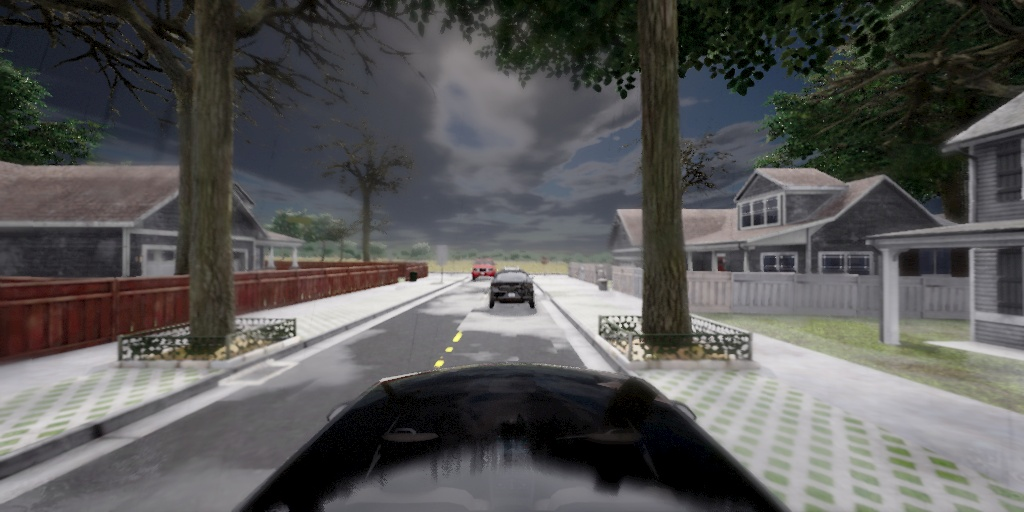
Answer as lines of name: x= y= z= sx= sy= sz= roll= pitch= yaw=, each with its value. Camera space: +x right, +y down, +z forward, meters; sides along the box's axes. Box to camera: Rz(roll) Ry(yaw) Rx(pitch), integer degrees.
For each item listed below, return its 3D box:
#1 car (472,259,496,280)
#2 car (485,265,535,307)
car: x=-2.769 y=1.338 z=36.541 sx=2.150 sy=2.045 sz=5.566 roll=0 pitch=-1 yaw=0
car: x=-0.001 y=1.375 z=16.319 sx=1.882 sy=1.535 sz=5.008 roll=0 pitch=0 yaw=0
